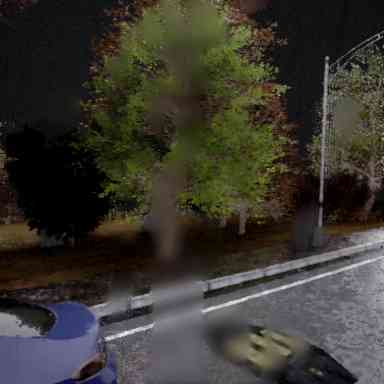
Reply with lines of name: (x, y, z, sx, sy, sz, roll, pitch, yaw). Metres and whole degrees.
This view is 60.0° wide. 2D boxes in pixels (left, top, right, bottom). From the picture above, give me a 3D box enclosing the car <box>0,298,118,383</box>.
car: (-2.799, 1.538, 2.070, 4.674, 1.442, 1.812, -1, 0, -36)
